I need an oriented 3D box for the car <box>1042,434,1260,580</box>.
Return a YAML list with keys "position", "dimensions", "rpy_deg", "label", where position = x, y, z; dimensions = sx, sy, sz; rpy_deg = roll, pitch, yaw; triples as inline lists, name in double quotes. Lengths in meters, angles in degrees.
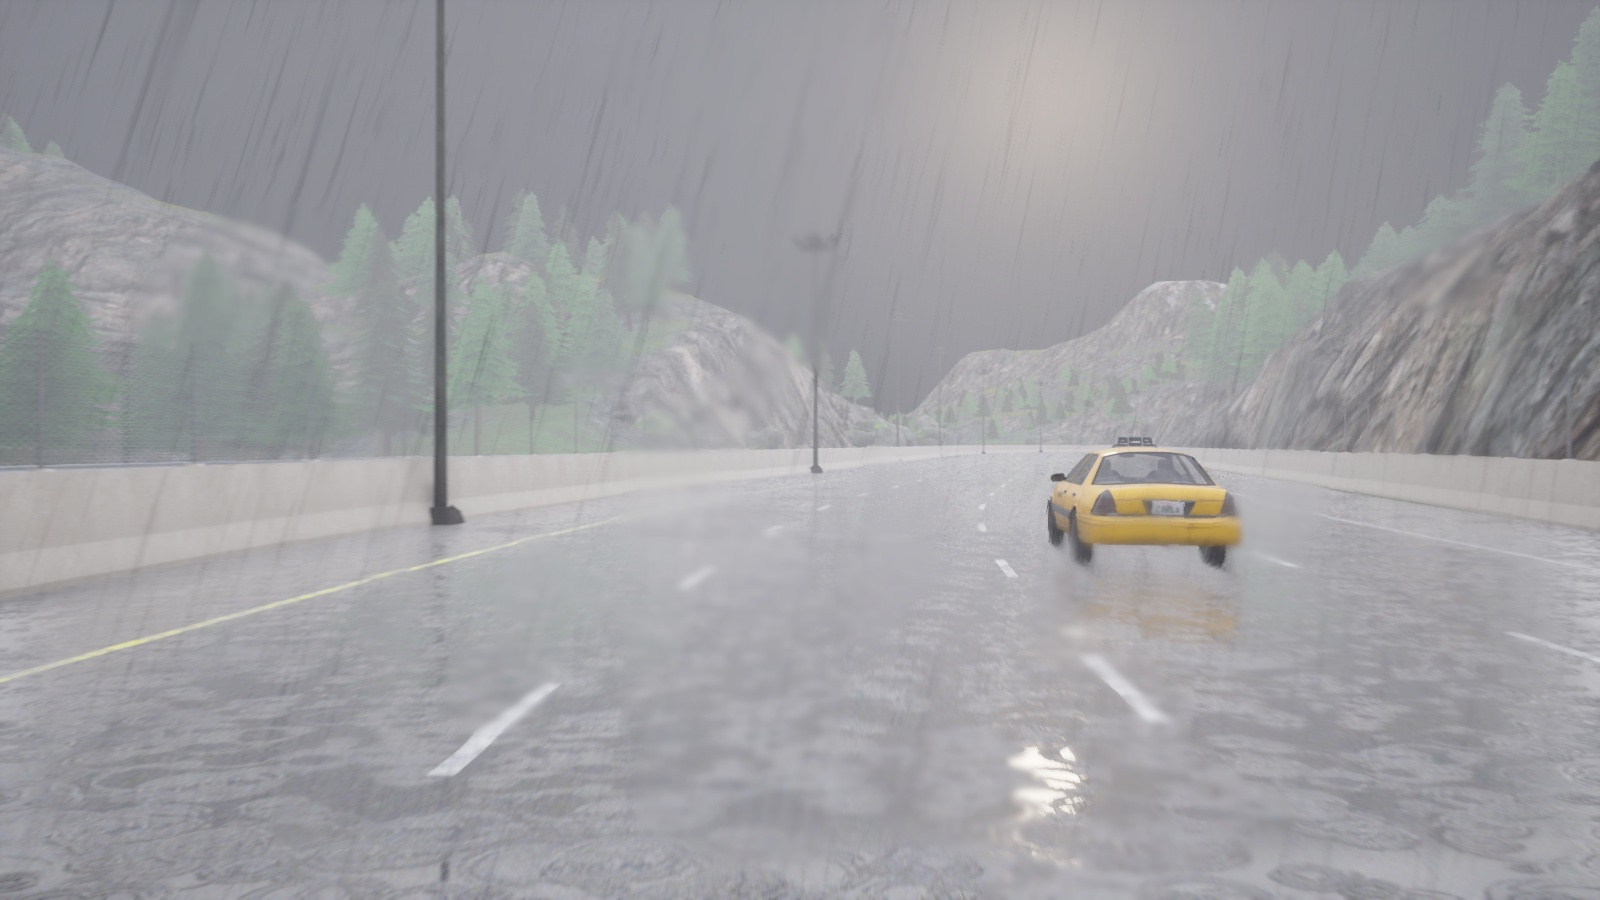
- position: [4.348, 0.606, 16.412]
  dimensions: [1.801, 1.575, 5.366]
  rpy_deg: [0, 0, 5]
  label: "car"
